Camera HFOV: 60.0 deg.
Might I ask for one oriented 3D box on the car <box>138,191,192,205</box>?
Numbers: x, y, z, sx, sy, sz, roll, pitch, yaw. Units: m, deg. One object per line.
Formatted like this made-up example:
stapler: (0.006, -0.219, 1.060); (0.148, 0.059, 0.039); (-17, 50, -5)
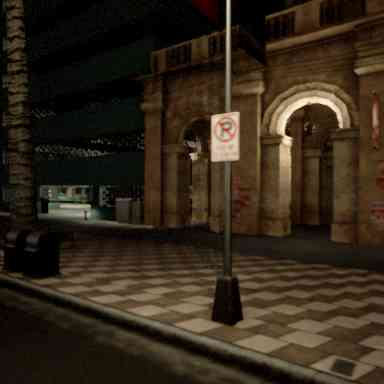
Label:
car: (-2.043, 0.903, 27.202); (5.566, 2.045, 2.435); (1, 0, 35)
